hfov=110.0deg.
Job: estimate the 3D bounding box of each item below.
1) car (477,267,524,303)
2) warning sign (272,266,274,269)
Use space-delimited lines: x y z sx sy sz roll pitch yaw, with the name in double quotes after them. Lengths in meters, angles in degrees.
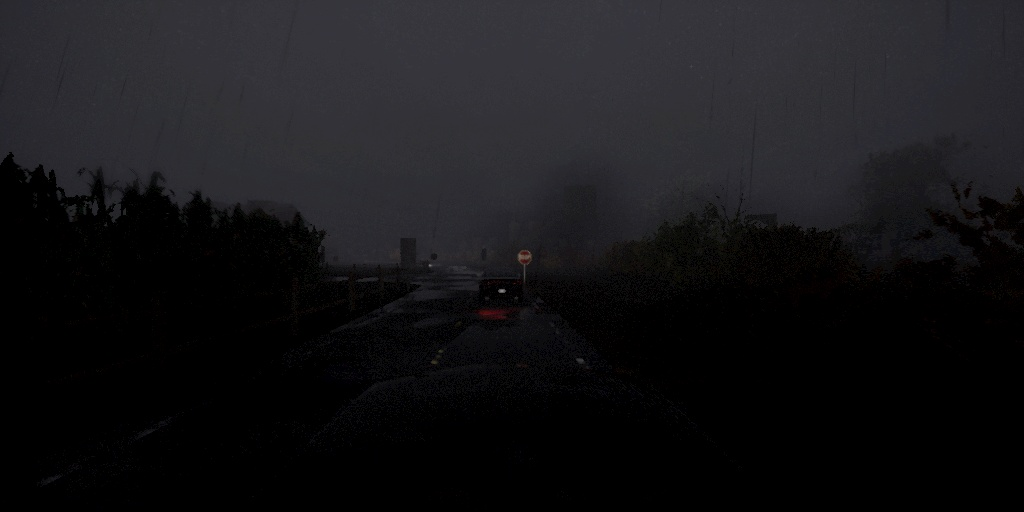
-0.589 1.231 16.606 1.882 1.535 5.008 0 0 -4 "car"
-23.489 0.864 35.119 1.060 1.860 1.300 0 0 -4 "warning sign"
